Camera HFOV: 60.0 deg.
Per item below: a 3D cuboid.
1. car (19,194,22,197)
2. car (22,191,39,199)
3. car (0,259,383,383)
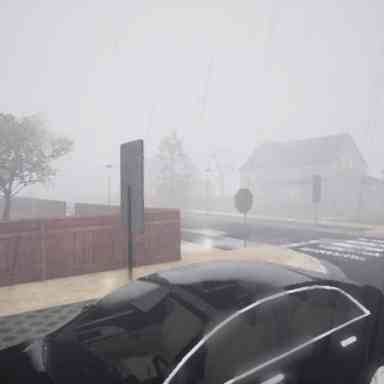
[{"bbox_3d":[-42.783,1.086,84.916,2.033,1.411,5.357,0,0,-36],"label":"car"},{"bbox_3d":[-36.688,0.904,76.382,2.150,2.045,5.566,0,0,-36],"label":"car"},{"bbox_3d":[0.088,1.505,3.005,4.892,1.490,1.837,0,0,-35],"label":"car"}]
